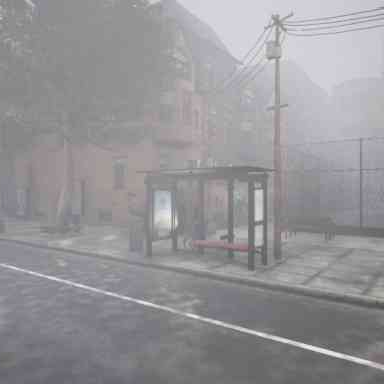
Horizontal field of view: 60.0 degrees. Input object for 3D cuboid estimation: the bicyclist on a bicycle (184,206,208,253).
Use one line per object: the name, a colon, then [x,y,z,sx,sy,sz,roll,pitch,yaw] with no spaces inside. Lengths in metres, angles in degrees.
bicyclist on a bicycle: [0.232,1.343,11.908,0.582,1.620,1.656,0,-3,36]
